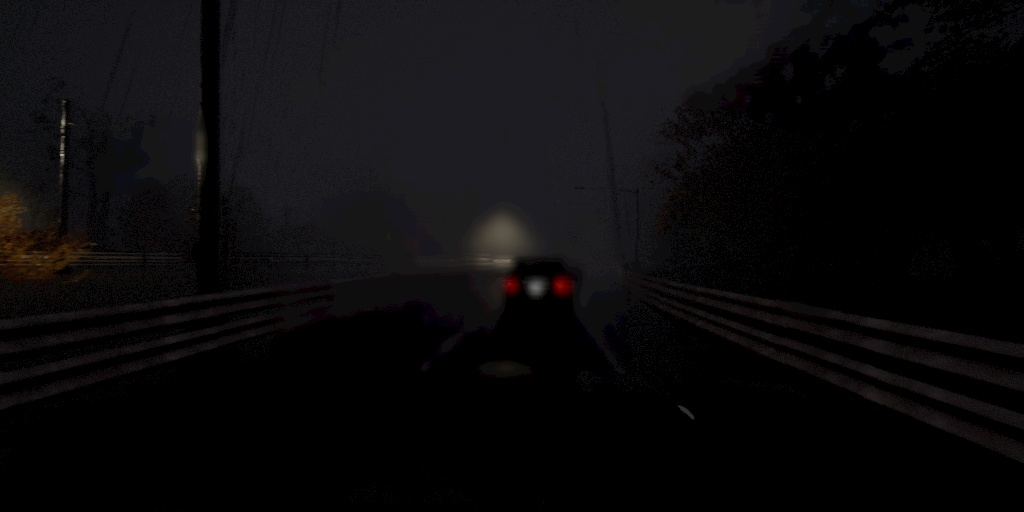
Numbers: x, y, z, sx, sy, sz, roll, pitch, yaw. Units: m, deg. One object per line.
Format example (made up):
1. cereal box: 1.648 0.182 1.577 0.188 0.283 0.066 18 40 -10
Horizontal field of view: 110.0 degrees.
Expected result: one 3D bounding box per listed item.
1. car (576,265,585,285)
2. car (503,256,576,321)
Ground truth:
1. car: 4.685 1.455 28.584 2.128 1.511 4.902 0 0 16
2. car: 1.110 1.046 13.067 2.150 2.045 5.566 0 0 9
